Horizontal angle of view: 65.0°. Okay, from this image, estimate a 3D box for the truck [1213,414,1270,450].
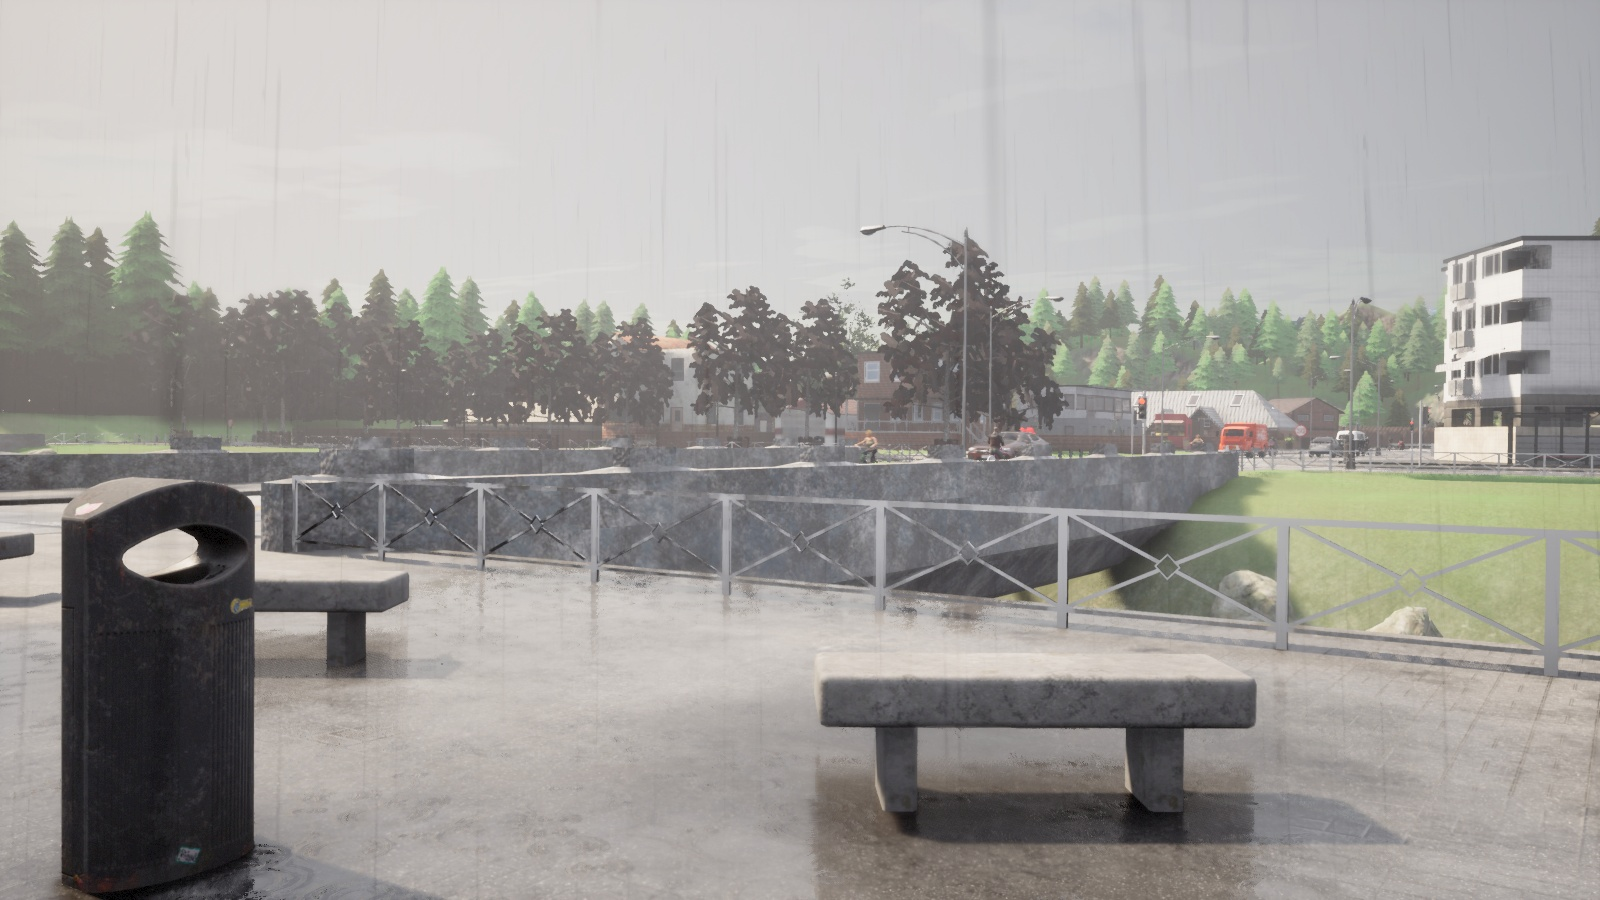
[{"bbox_3d":[31.129,-1.237,88.447,2.627,2.467,5.204,0,0,34],"label":"truck"}]

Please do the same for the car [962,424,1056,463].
[{"bbox_3d":[9.339,-0.335,55.725,2.152,1.651,5.027,0,1,35],"label":"car"}]
